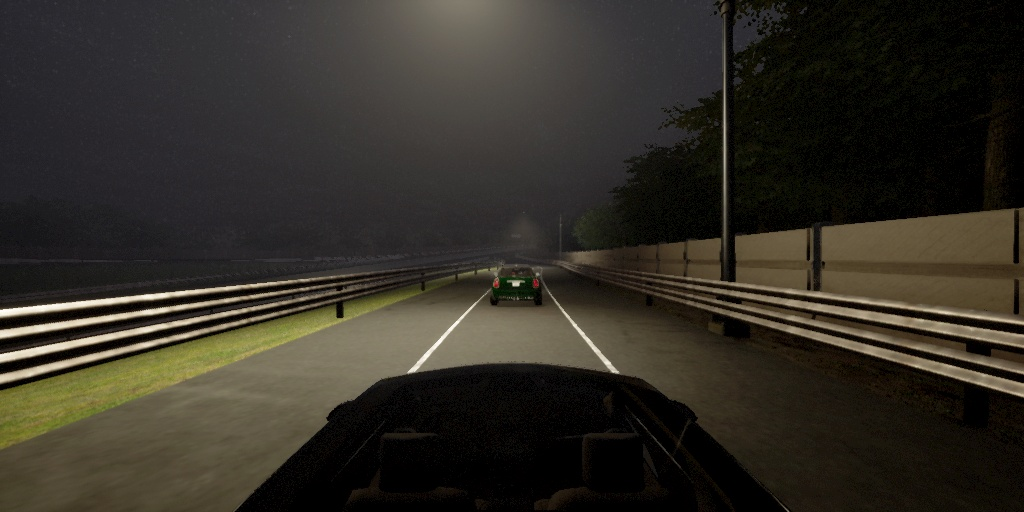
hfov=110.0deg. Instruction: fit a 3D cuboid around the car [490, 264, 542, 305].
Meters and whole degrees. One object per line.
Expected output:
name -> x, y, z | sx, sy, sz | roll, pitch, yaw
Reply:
car -> 0.223, 1.162, 16.393 | 2.097, 1.767, 4.553 | 0, 0, 2
